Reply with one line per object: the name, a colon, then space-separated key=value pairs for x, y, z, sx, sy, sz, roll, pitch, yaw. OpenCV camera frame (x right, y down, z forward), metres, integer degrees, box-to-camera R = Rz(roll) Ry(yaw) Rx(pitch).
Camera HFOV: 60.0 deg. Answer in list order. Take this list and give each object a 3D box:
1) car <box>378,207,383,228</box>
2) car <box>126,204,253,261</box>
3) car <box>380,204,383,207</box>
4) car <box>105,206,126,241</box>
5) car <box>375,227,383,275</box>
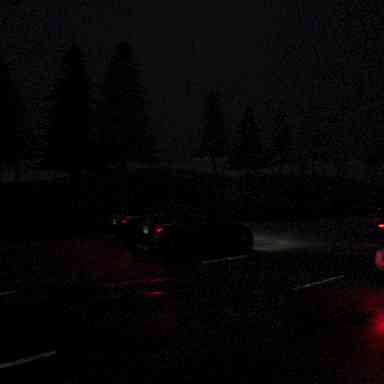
car: x=10.752 y=1.547 z=15.699 sx=5.357 sy=1.411 sz=2.033 roll=0 pitch=0 yaw=-35
car: x=0.161 y=1.352 z=12.454 sx=4.553 sy=1.767 sz=2.097 roll=0 pitch=0 yaw=-35
car: x=18.425 y=1.525 z=29.756 sx=4.674 sy=1.442 sz=1.812 roll=0 pitch=0 yaw=-35
car: x=-1.606 y=1.351 z=15.492 sx=4.553 sy=1.767 sz=2.097 roll=0 pitch=0 yaw=-35
car: x=6.764 y=1.606 z=8.563 sx=4.718 sy=1.301 sz=1.895 roll=0 pitch=0 yaw=-36
